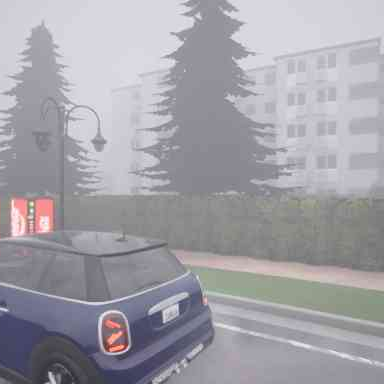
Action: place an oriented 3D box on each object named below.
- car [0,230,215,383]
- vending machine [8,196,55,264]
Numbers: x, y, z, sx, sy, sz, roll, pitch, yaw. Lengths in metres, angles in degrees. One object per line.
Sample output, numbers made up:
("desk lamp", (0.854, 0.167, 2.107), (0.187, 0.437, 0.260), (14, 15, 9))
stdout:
("car", (-2.026, 1.352, 4.801), (4.553, 1.767, 2.097), (0, 0, 32))
("vending machine", (-5.294, 1.195, 11.041), (0.880, 2.100, 1.100), (0, 0, 24))
